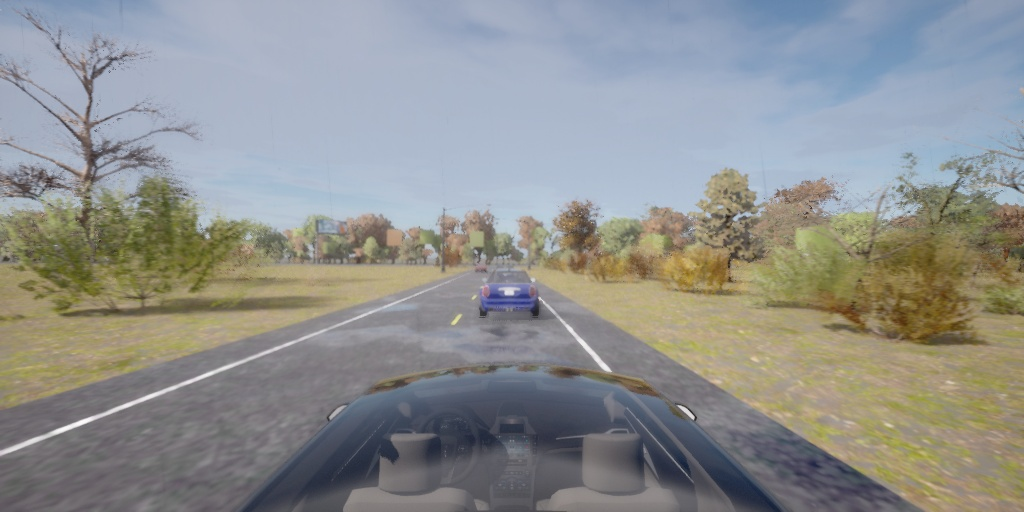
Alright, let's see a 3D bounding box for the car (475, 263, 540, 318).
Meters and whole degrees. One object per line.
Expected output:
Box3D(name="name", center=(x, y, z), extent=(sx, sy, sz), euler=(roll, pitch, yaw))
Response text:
Box3D(name="car", center=(-0.117, 1.267, 14.055), extent=(2.097, 1.767, 4.553), euler=(0, -1, -1))
